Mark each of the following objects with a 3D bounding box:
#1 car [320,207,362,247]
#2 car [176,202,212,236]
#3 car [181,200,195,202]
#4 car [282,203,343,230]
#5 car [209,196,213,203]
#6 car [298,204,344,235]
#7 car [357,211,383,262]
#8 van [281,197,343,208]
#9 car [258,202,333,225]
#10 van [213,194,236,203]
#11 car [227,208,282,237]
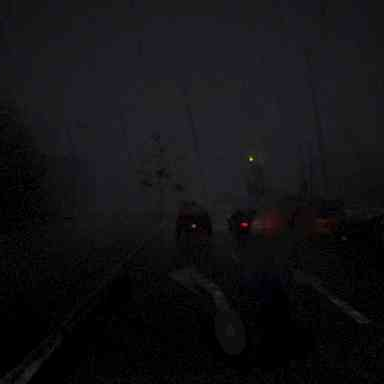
[{"bbox_3d":[8.062,1.533,13.478,4.892,1.521,2.231,1,-1,-20],"label":"car"},{"bbox_3d":[0.098,1.546,19.046,1.882,1.535,5.008,0,0,0],"label":"car"},{"bbox_3d":[-0.504,1.670,39.296,2.128,1.511,4.902,0,0,-10],"label":"car"},{"bbox_3d":[8.093,1.592,19.455,4.792,1.488,2.163,1,-1,-20],"label":"car"},{"bbox_3d":[7.888,2.063,86.553,5.366,1.575,1.946,1,-1,-20],"label":"car"},{"bbox_3d":[8.242,1.546,16.526,5.366,1.575,1.946,1,-1,-20],"label":"car"},{"bbox_3d":[8.074,1.519,10.493,5.008,1.535,2.097,1,0,-20],"label":"car"},{"bbox_3d":[7.962,1.350,22.383,4.442,1.987,1.878,1,0,-20],"label":"van"},{"bbox_3d":[7.895,1.588,25.341,5.366,1.575,1.946,1,0,-20],"label":"car"},{"bbox_3d":[7.956,1.585,77.651,4.442,1.987,1.878,1,-1,-20],"label":"van"},{"bbox_3d":[3.098,1.612,18.255,2.033,1.411,5.357,0,0,0],"label":"car"}]
